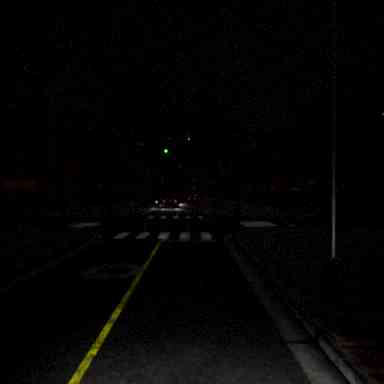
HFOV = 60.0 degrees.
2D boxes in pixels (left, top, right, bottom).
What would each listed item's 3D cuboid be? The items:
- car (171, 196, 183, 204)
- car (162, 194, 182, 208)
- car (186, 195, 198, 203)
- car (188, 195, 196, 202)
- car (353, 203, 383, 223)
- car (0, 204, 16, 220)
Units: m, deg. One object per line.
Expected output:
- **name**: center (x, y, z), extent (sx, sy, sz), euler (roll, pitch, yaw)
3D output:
- **car**: center (-2.774, 1.490, 61.883), extent (1.895, 1.301, 4.718), euler (0, 0, 1)
- **car**: center (-2.834, 1.225, 44.473), extent (2.097, 1.767, 4.553), euler (0, 0, 0)
- **car**: center (-0.004, 1.425, 66.156), extent (1.812, 1.442, 4.674), euler (0, 0, 0)
- **car**: center (-0.005, 1.397, 76.171), extent (1.837, 1.490, 4.892), euler (0, 0, 0)
- **car**: center (13.955, 1.482, 23.954), extent (4.403, 1.369, 2.008), euler (0, 0, 0)
- **car**: center (-15.075, 1.384, 23.780), extent (4.507, 1.381, 1.887), euler (0, 0, 0)
